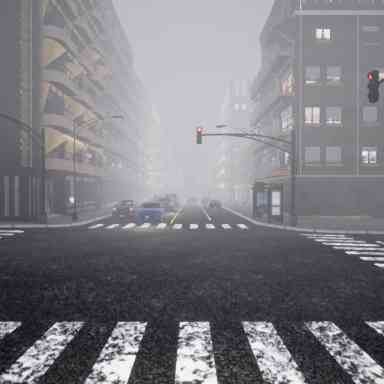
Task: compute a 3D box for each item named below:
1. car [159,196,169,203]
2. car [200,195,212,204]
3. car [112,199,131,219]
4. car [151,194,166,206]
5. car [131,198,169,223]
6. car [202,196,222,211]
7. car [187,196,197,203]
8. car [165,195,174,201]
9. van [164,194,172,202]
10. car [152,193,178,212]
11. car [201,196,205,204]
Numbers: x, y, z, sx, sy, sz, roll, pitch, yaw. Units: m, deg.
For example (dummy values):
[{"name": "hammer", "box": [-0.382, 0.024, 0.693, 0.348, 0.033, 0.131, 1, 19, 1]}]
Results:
[{"name": "car", "box": [-5.748, 1.522, 68.462, 1.752, 1.417, 4.829, 0, 0, 0]}, {"name": "car", "box": [2.637, 1.437, 62.995, 1.967, 1.590, 4.097, 0, 0, 0]}, {"name": "car", "box": [-5.717, 1.438, 29.161, 1.967, 1.590, 4.097, 0, 0, 0]}, {"name": "car", "box": [-5.740, 1.312, 57.354, 2.192, 1.841, 5.009, 0, 0, 0]}, {"name": "car", "box": [-3.104, 1.475, 25.440, 1.882, 1.535, 5.008, 0, 0, 0]}, {"name": "car", "box": [2.655, 1.548, 40.440, 2.008, 1.369, 4.403, 0, 0, 0]}, {"name": "car", "box": [0.043, 1.561, 69.663, 1.994, 1.385, 4.181, 0, 0, 0]}, {"name": "car", "box": [-5.761, 1.546, 85.548, 2.008, 1.369, 4.403, 0, 0, 0]}, {"name": "van", "box": [-5.757, 1.337, 79.910, 1.690, 1.788, 3.998, 0, 0, 0]}, {"name": "car", "box": [-3.119, 1.349, 38.334, 2.097, 1.767, 4.553, 0, 0, 0]}, {"name": "car", "box": [2.651, 1.542, 46.078, 1.887, 1.381, 4.507, 0, 0, 0]}]
